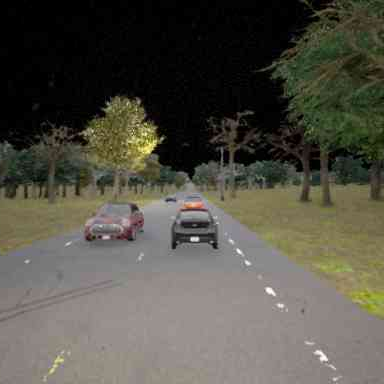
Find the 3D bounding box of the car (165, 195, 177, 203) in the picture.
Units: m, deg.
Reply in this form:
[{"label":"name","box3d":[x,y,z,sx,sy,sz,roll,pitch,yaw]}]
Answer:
[{"label":"car","box3d":[-3.545,1.145,56.423,2.033,1.411,5.357,0,1,1]}]

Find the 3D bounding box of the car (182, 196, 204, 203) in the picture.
[{"label":"car","box3d":[0.103,1.190,31.368,2.097,1.767,4.553,0,0,0]}]

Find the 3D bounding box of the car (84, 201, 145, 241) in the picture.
[{"label":"car","box3d":[-3.598,1.295,16.136,2.097,1.767,4.553,0,0,0]}]

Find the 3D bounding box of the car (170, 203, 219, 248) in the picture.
[{"label":"car","box3d":[0.102,1.458,14.534,1.837,1.490,4.892,0,0,0]}]
